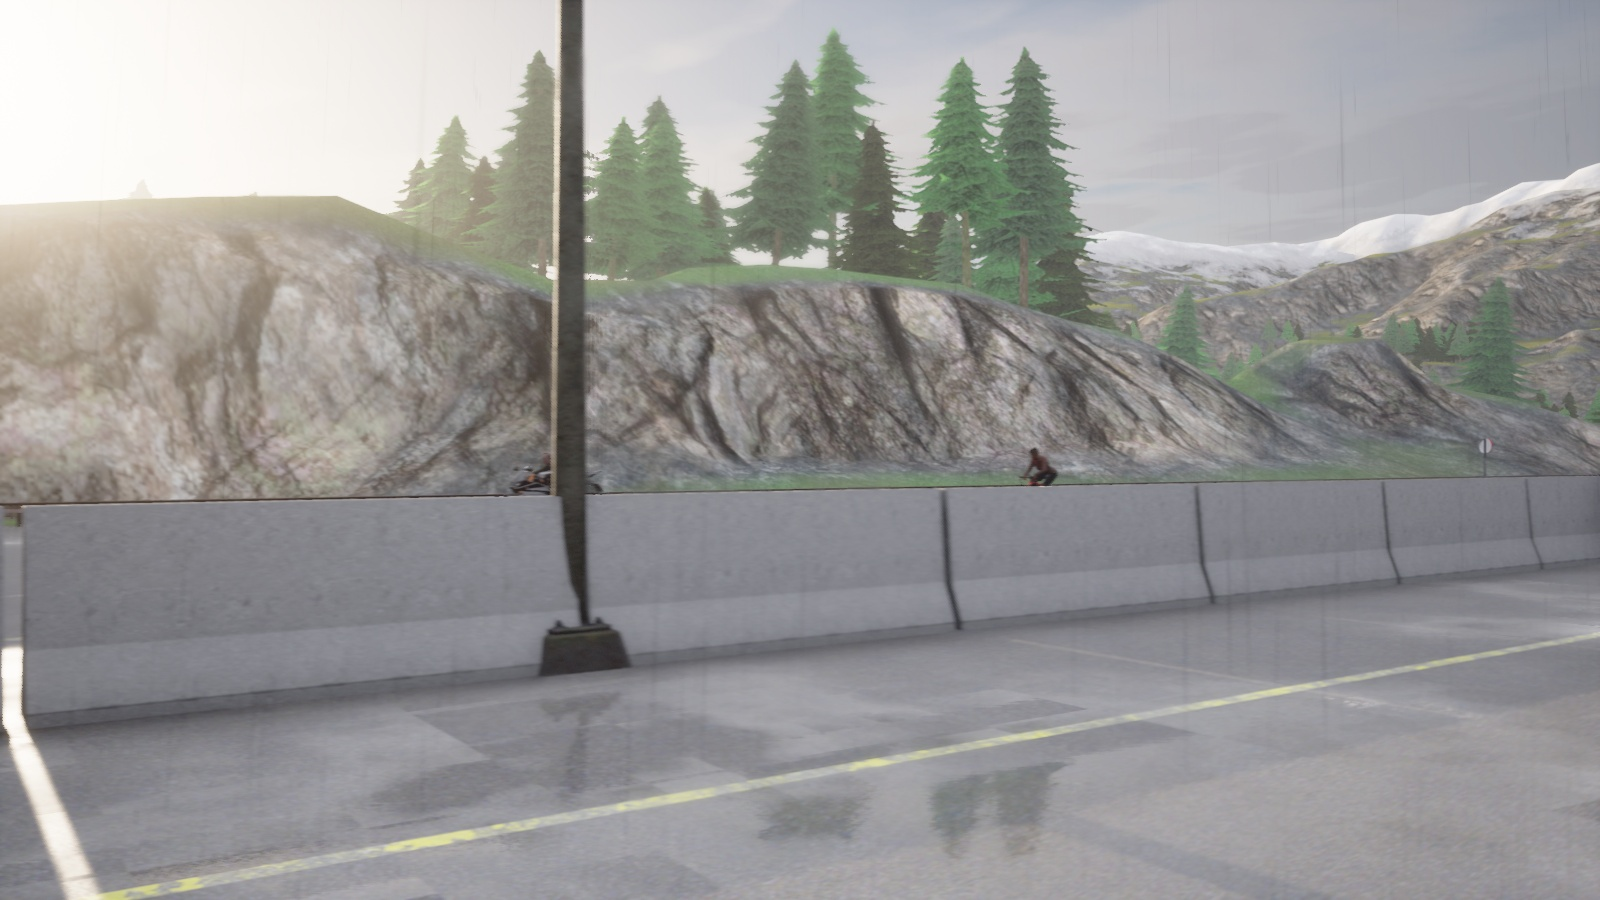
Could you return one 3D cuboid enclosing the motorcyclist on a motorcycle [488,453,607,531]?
[{"bbox_3d":[-5.147,0.854,25.662,2.191,1.530,0.866,1,-1,-35],"label":"motorcyclist on a motorcycle"}]
